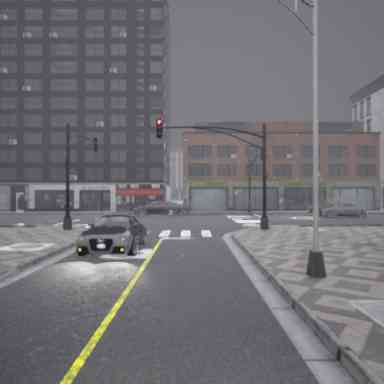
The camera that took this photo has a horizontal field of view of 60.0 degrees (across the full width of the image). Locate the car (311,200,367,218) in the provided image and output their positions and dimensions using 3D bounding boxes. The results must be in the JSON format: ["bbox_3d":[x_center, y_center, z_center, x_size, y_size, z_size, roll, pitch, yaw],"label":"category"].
[{"bbox_3d":[13.475,1.648,30.178,4.181,1.385,1.994,0,-1,0],"label":"car"}]

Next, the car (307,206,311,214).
[{"bbox_3d":[14.183,1.598,33.429,5.008,1.535,1.882,0,-1,0],"label":"car"}]

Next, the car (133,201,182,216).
[{"bbox_3d":[-3.470,1.659,33.431,4.892,1.490,1.837,0,-1,0],"label":"car"}]

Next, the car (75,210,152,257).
[{"bbox_3d":[-2.985,1.609,13.044,1.994,1.385,4.181,0,0,1],"label":"car"}]
